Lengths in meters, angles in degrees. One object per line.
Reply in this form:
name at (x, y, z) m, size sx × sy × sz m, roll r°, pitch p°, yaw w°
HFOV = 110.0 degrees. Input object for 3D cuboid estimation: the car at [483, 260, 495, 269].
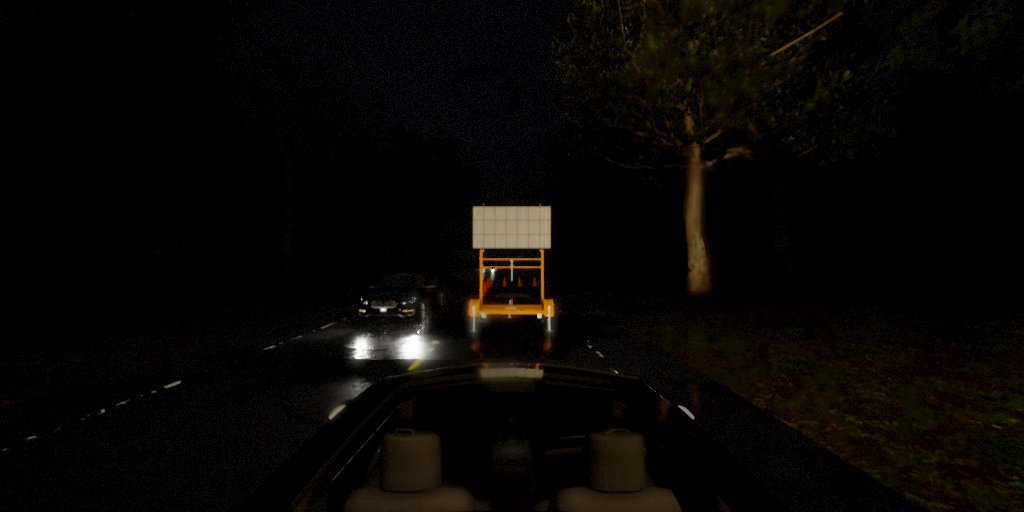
car at (-3.611, 1.202, 53.740) m, size 1.837 × 1.490 × 4.892 m, roll 0°, pitch 0°, yaw 0°

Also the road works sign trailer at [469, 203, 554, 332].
road works sign trailer at (-0.005, 0.213, 10.821) m, size 2.380 × 3.560 × 2.880 m, roll 0°, pitch 0°, yaw 0°

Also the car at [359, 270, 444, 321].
car at (-3.603, 1.253, 12.461) m, size 1.837 × 1.490 × 4.892 m, roll 0°, pitch 0°, yaw 0°
